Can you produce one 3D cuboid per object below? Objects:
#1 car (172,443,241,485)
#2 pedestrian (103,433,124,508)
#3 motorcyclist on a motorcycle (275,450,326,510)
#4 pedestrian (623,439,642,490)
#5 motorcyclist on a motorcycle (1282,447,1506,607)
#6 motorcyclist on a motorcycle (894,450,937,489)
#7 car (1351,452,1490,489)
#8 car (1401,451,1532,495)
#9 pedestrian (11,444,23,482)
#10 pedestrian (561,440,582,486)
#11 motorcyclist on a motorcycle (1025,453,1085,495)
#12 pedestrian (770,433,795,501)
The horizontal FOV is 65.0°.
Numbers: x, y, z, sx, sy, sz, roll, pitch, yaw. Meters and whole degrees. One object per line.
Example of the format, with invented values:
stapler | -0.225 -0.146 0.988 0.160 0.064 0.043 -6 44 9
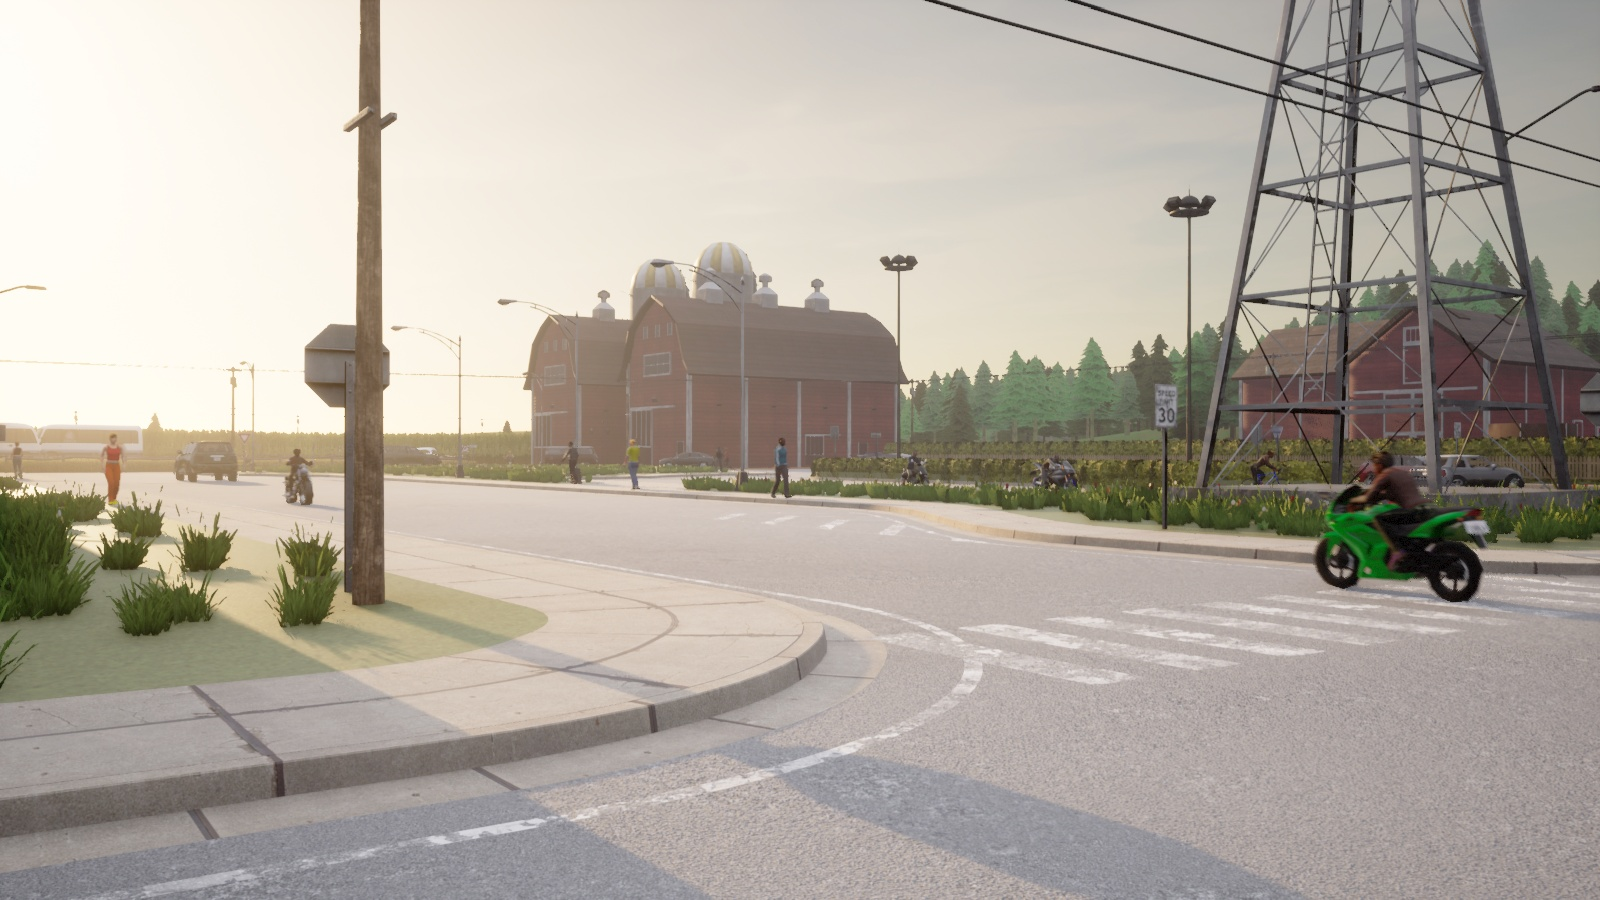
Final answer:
car | -30.035 0.682 63.475 2.150 2.045 5.566 0 0 -36
pedestrian | -17.036 0.512 31.159 0.345 1.836 0.594 0 0 -40
motorcyclist on a motorcycle | -14.144 0.812 35.518 0.766 1.649 2.350 0 0 -36
pedestrian | -5.996 0.522 45.040 0.354 1.836 0.706 0 0 -39
motorcyclist on a motorcycle | 6.165 0.745 13.171 0.797 1.523 2.044 -2 0 -26
motorcyclist on a motorcycle | 4.897 0.817 53.397 0.866 1.590 1.817 0 0 -35
car | 26.198 0.817 53.171 2.163 1.488 4.792 0 0 -35
car | 22.994 0.765 43.337 3.806 1.475 1.970 0 0 -20
pedestrian | -38.134 0.630 61.164 0.594 1.836 0.345 0 0 42
pedestrian | -9.598 0.547 52.699 0.788 1.949 0.423 0 0 32
motorcyclist on a motorcycle | 9.525 0.873 46.935 0.866 1.530 2.191 0 0 -36
pedestrian | -0.501 0.489 36.429 0.396 1.930 0.692 0 0 -35
